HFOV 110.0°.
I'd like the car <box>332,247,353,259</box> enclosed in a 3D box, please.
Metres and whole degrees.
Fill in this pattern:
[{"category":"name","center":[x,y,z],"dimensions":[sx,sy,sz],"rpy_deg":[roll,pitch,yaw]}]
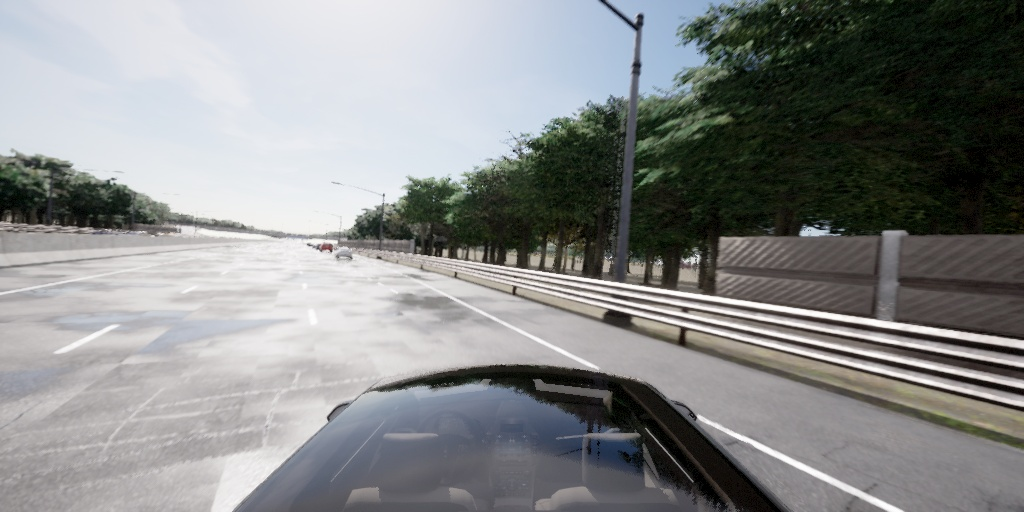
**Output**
[{"category":"car","center":[-22.629,-0.402,48.112],"dimensions":[1.812,1.442,4.674],"rpy_deg":[4,0,-31]}]
